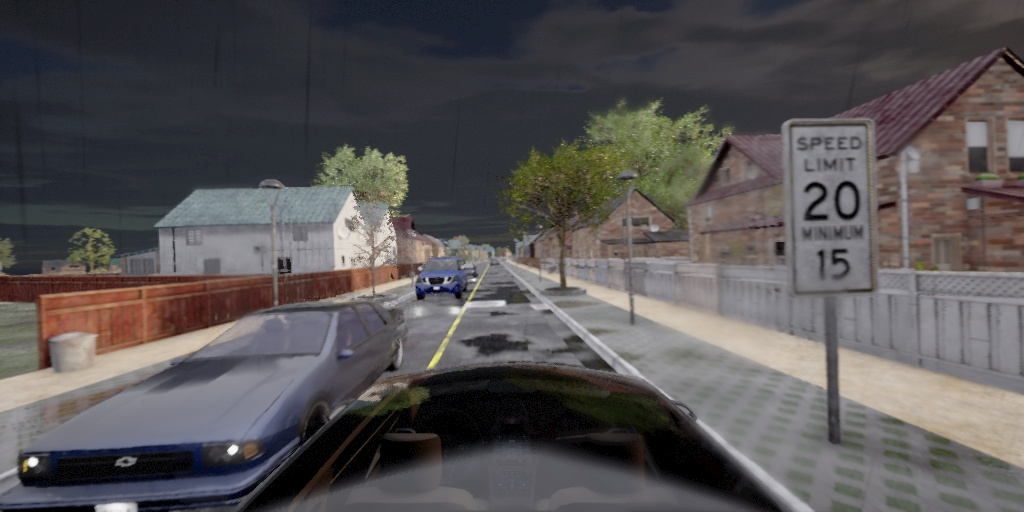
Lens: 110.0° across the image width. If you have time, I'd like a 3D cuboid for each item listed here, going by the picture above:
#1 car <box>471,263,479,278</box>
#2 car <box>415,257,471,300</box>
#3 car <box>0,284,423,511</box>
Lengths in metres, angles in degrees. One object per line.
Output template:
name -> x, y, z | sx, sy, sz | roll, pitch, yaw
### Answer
car -> -4.375, 1.430, 35.339 | 1.812, 1.442, 4.674 | -2, 0, -2
car -> -3.639, 1.093, 19.325 | 2.150, 2.045, 5.566 | -2, 1, -3
car -> -2.910, 1.398, 5.163 | 2.033, 1.411, 5.357 | -2, 0, -3
